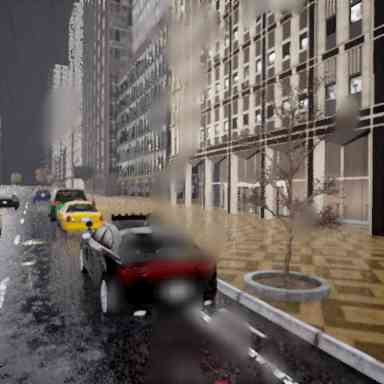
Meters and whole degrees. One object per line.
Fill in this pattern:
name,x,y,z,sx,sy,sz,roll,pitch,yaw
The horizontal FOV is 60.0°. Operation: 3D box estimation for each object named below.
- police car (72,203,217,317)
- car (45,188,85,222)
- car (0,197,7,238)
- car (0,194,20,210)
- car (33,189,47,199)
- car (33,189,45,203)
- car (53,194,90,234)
police car,-1.326,1.288,7.499,1.930,1.638,5.238,0,1,-26
car,-8.204,0.756,21.852,2.150,2.045,5.566,0,1,-26
car,-8.055,1.164,12.022,1.882,1.535,5.008,0,1,-25
car,-16.776,0.831,30.192,1.994,1.385,4.181,0,1,-26
car,-24.697,0.250,54.005,1.882,1.535,5.008,0,1,-26
car,-18.688,0.414,41.570,2.097,1.767,4.553,0,1,-25
car,-5.684,1.108,16.589,1.801,1.575,5.366,0,1,-26
